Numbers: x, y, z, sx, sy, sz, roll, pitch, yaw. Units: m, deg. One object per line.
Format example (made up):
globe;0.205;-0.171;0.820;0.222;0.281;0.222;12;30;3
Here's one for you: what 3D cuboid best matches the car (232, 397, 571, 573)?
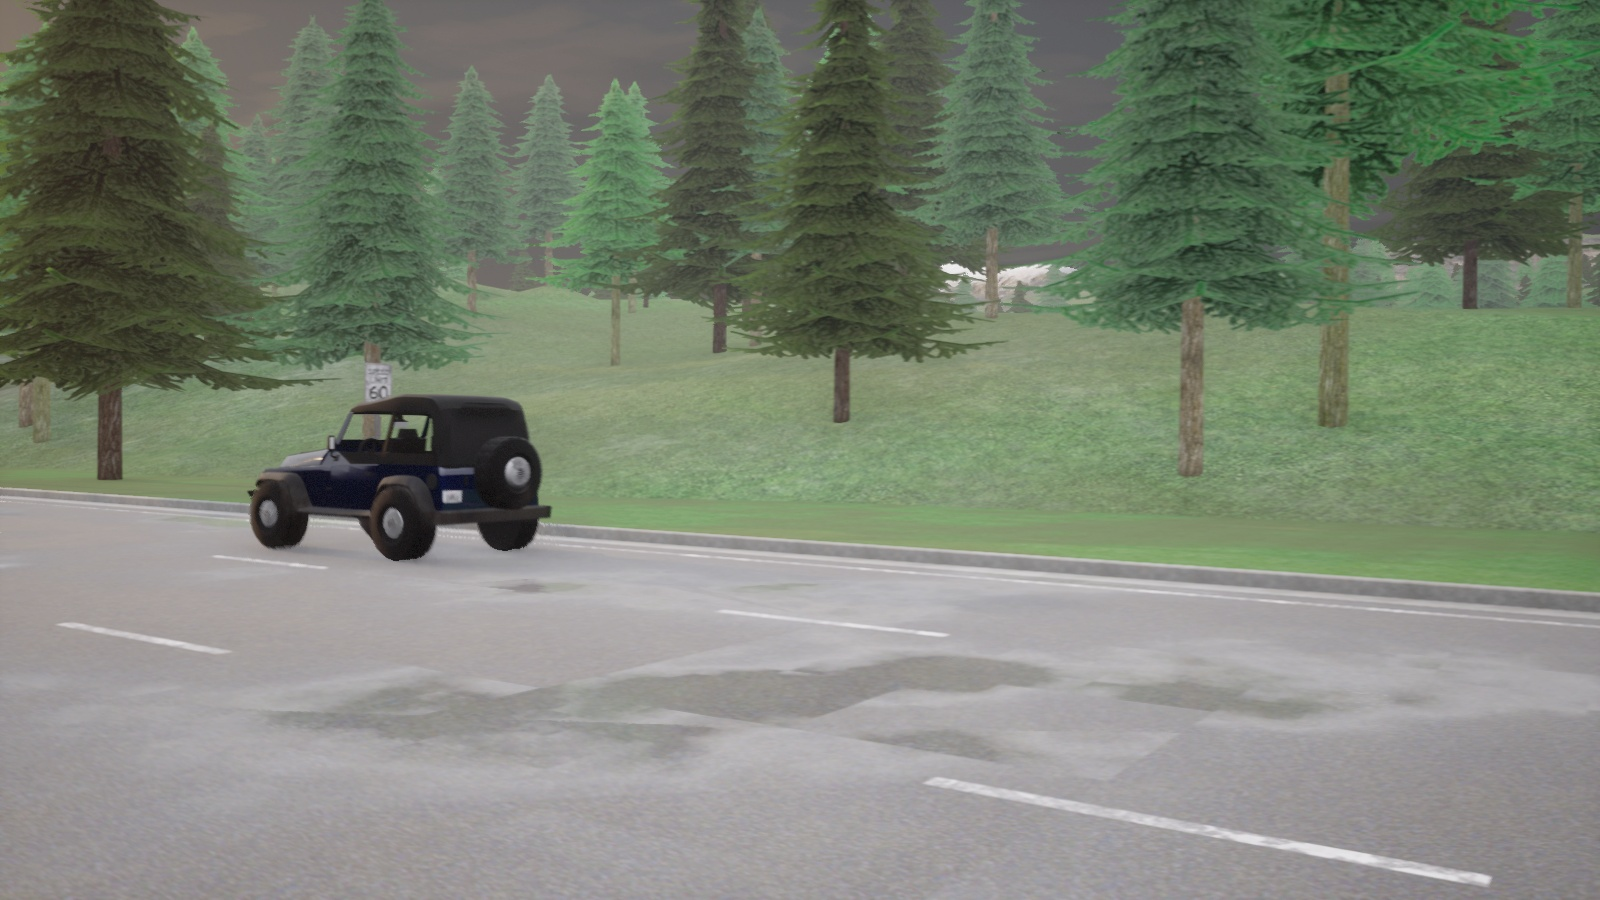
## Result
car;-4.892;0.363;15.297;3.866;1.878;1.905;0;1;34
